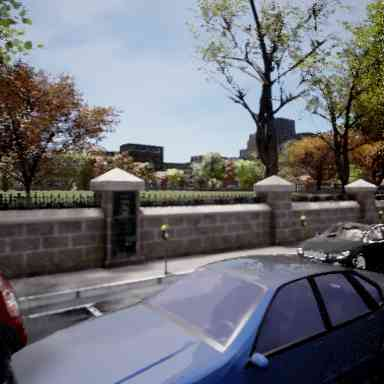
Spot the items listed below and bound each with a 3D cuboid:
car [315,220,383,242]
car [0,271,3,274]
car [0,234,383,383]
[{"bbox_3d":[5.015,1.568,10.132,4.403,1.369,2.008,0,0,-35],"label":"car"},{"bbox_3d":[-4.157,1.438,3.597,4.097,1.590,1.967,0,0,-35],"label":"car"},{"bbox_3d":[0.814,1.553,3.959,5.357,1.411,2.033,0,0,-35],"label":"car"}]
